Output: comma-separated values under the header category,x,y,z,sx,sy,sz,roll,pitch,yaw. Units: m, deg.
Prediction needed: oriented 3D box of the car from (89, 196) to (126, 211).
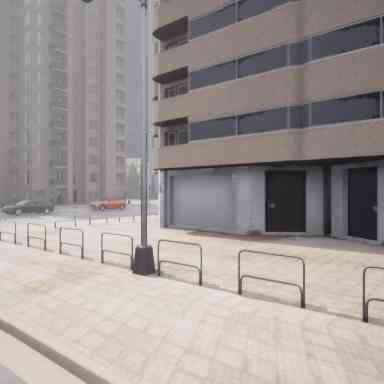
category,x,y,z,sx,sy,sz,roll,pitch,yaw
car,-10.623,1.407,41.737,2.097,1.767,4.553,0,0,39

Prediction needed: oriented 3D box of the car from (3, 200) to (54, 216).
category,x,y,z,sx,sy,sz,roll,pitch,yaw
car,-16.681,1.560,34.146,1.837,1.490,4.892,0,0,39
